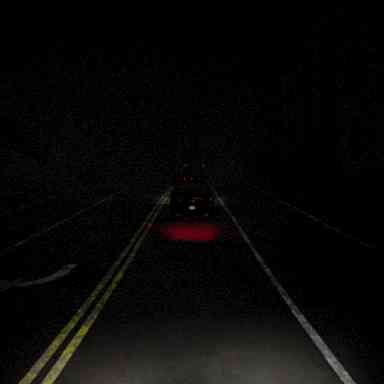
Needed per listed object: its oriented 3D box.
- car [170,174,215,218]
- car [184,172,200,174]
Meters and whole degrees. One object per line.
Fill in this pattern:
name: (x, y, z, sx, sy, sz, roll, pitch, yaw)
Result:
car: (0.003, 0.209, 15.643, 1.882, 1.535, 5.008, 0, 6, 0)
car: (-0.005, -1.202, 31.294, 1.895, 1.301, 4.718, 0, 3, 0)
